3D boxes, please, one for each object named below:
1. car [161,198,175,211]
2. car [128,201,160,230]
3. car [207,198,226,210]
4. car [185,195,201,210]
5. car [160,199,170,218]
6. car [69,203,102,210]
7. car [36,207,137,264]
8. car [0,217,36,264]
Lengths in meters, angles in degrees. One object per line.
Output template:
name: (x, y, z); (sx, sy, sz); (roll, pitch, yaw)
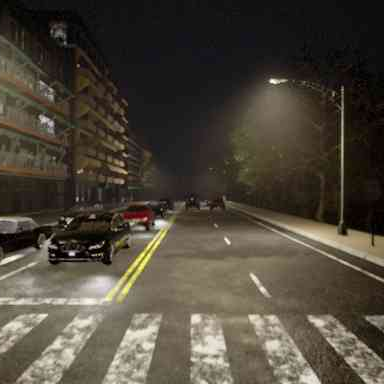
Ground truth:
car: (-3.264, 1.510, 41.810); (1.837, 1.490, 4.892); (0, 0, 3)
car: (-3.349, 1.506, 20.881); (1.812, 1.442, 4.674); (0, 0, 0)
car: (3.244, 1.546, 42.821); (1.837, 1.490, 4.892); (0, 0, 0)
car: (0.094, 1.516, 43.227); (2.128, 1.511, 4.902); (0, 0, 0)
car: (-3.344, 1.592, 30.525); (1.895, 1.301, 4.718); (0, 0, 0)
car: (-6.601, 1.454, 20.649); (2.128, 1.511, 4.902); (0, 0, 0)
car: (-3.348, 1.476, 11.692); (1.837, 1.490, 4.892); (0, 0, 0)
car: (-6.604, 1.554, 11.342); (1.895, 1.301, 4.718); (0, 0, 0)
